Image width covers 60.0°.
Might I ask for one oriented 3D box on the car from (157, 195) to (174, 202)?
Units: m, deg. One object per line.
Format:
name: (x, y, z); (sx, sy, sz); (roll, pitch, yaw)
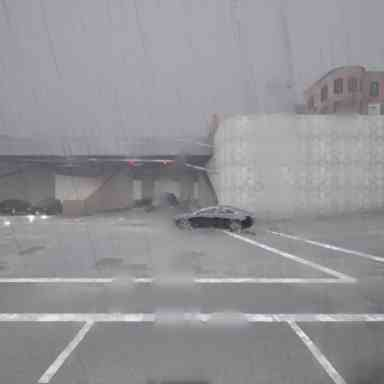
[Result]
car: (-5.976, 1.500, 75.461); (1.837, 1.490, 4.892); (0, 0, 24)

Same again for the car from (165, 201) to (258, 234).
car: (1.280, 1.506, 19.114); (4.902, 1.511, 2.128); (0, 1, 16)

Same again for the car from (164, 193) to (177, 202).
car: (-4.423, 1.224, 67.222); (2.150, 2.045, 5.566); (0, 0, 7)

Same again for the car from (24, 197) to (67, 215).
car: (-14.881, 1.547, 34.484); (2.033, 1.411, 5.357); (0, 0, -2)

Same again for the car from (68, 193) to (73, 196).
car: (-18.881, 1.218, 53.763); (2.150, 2.045, 5.566); (0, 0, -1)

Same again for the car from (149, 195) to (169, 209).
car: (-4.521, 1.525, 46.112); (1.812, 1.442, 4.674); (0, 0, -2)

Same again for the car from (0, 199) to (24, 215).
car: (-18.369, 1.478, 34.074); (1.882, 1.535, 5.008); (0, 0, -1)

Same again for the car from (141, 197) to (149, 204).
car: (-8.296, 1.547, 62.551); (2.033, 1.411, 5.357); (0, 0, 3)
